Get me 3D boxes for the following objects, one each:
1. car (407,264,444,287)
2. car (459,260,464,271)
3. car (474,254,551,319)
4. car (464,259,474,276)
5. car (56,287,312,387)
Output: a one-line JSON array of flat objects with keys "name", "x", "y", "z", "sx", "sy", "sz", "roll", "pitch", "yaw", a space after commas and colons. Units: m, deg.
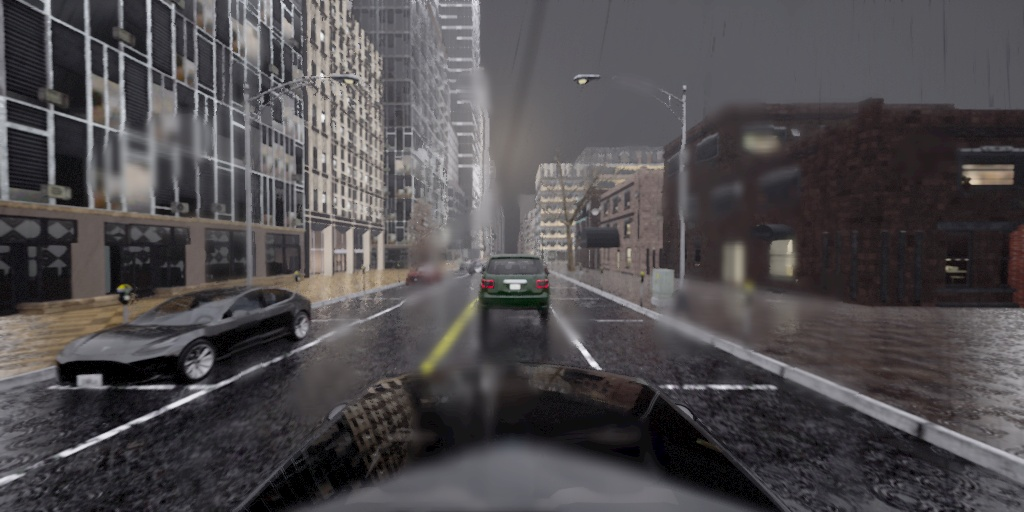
[{"name": "car", "x": -5.694, "y": 1.242, "z": 23.948, "sx": 1.888, "sy": 1.381, "sz": 4.507, "roll": 0, "pitch": 0, "yaw": 0}, {"name": "car", "x": -5.801, "y": 1.194, "z": 46.523, "sx": 2.007, "sy": 1.370, "sz": 4.403, "roll": 0, "pitch": 0, "yaw": 0}, {"name": "car", "x": 0.087, "y": 0.946, "z": 12.726, "sx": 2.150, "sy": 2.045, "sz": 5.566, "roll": 0, "pitch": 0, "yaw": 0}, {"name": "car", "x": -3.103, "y": 1.161, "z": 35.370, "sx": 2.128, "sy": 1.511, "sz": 4.902, "roll": 0, "pitch": 0, "yaw": 0}, {"name": "car", "x": -5.692, "y": 1.303, "z": 7.016, "sx": 1.948, "sy": 1.339, "sz": 4.313, "roll": 0, "pitch": 0, "yaw": 0}]
